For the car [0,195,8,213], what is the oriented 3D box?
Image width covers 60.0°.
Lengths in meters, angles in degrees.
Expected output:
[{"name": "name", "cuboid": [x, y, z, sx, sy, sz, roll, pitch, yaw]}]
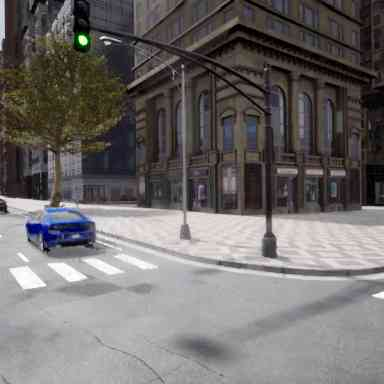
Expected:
[{"name": "car", "cuboid": [-20.601, 1.432, 34.883, 1.837, 1.490, 4.892, -1, 1, -36]}]

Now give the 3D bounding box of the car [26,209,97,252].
[{"name": "car", "cuboid": [-5.588, 1.436, 13.871, 1.882, 1.535, 5.008, -1, 1, -36]}]
